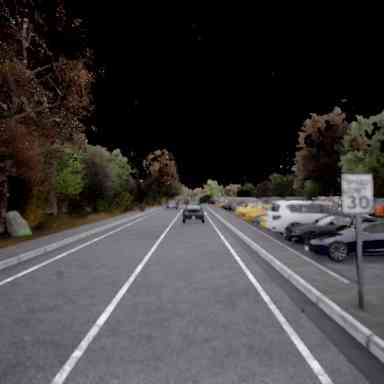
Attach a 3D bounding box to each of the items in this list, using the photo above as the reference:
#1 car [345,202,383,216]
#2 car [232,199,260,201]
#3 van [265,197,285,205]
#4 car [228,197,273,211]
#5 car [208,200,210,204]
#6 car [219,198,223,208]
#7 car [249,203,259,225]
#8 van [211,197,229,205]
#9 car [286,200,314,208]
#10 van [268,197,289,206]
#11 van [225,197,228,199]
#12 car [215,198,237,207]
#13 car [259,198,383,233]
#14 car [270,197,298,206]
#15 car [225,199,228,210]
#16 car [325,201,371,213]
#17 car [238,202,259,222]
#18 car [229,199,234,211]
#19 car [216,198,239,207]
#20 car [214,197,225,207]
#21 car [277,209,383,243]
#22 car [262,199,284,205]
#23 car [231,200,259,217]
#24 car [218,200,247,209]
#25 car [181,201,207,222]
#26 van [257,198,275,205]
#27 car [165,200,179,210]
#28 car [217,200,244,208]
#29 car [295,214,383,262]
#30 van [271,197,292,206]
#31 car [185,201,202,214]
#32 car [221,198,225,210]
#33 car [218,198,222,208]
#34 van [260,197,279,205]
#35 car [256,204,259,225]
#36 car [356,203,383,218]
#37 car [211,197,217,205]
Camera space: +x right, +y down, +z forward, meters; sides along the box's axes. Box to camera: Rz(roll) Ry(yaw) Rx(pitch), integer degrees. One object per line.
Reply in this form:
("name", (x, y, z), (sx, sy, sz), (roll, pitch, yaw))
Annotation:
("car", (20.122, 1.903, 37.513), (4.792, 1.488, 2.163), (0, -1, 0))
("car", (7.176, 1.853, 34.907), (5.366, 1.575, 1.946), (0, 0, 0))
("van", (20.353, 2.273, 81.966), (4.442, 1.987, 1.878), (0, -1, 0))
("car", (7.069, 1.791, 40.456), (4.553, 1.767, 2.185), (0, -1, 0))
("car", (7.419, 2.256, 82.093), (5.566, 2.045, 2.435), (0, -1, 0))
("car", (7.103, 2.102, 51.555), (4.792, 1.488, 2.163), (0, -1, 0))
("car", (6.903, 1.787, 23.807), (4.892, 1.521, 2.231), (0, 0, 0))
("van", (7.321, 2.435, 87.628), (4.442, 1.987, 1.878), (0, -2, 0))
("car", (20.308, 2.262, 62.564), (4.674, 1.452, 2.002), (0, -1, 0))
("van", (20.562, 2.231, 79.061), (4.442, 1.987, 1.878), (0, -1, 0))
("van", (7.201, 1.767, 46.006), (4.442, 1.987, 1.878), (0, -1, 0))
("car", (7.265, 2.224, 70.988), (4.553, 1.767, 2.185), (0, -1, 0))
("car", (6.878, 1.504, 18.256), (5.566, 2.045, 2.435), (0, 0, 0))
("car", (20.371, 2.129, 73.648), (5.566, 2.045, 2.435), (0, -1, 0))
("car", (7.091, 1.983, 43.227), (4.792, 1.488, 2.163), (0, -1, 0))
("car", (20.145, 1.944, 43.051), (5.008, 1.535, 2.097), (0, -1, 0))
("car", (6.734, 1.798, 26.585), (5.366, 1.575, 1.946), (0, 0, 0))
("car", (7.008, 1.884, 37.676), (4.892, 1.521, 2.231), (0, 0, 0))
("car", (7.242, 2.184, 68.213), (4.553, 1.767, 2.185), (0, -1, 0))
("car", (6.993, 2.148, 57.109), (5.366, 1.575, 1.946), (0, -1, 0))
("car", (6.831, 1.739, 15.479), (5.008, 1.535, 2.097), (0, 0, 0))
("car", (20.497, 2.562, 84.578), (5.008, 1.535, 2.097), (0, -2, 0))
("car", (6.783, 1.832, 32.257), (5.366, 1.575, 1.946), (0, 0, 0))
("car", (7.209, 2.192, 59.883), (4.892, 1.521, 2.231), (0, -1, 0))
("car", (0.130, 1.814, 29.179), (1.837, 1.490, 4.892), (0, 0, 0))
("van", (20.680, 2.589, 92.890), (4.442, 1.987, 1.878), (0, -2, 0))
("car", (-3.181, 2.098, 53.545), (2.128, 1.511, 4.902), (0, -1, 1))
("car", (7.220, 2.231, 62.659), (4.892, 1.521, 2.231), (0, -1, 0))
("car", (6.773, 1.754, 12.703), (4.792, 1.488, 2.163), (0, 0, 0))
("van", (20.540, 2.193, 76.416), (4.442, 1.987, 1.878), (0, -1, 0))
("car", (0.188, 1.978, 44.238), (2.128, 1.511, 4.902), (0, -1, 0))
("car", (7.079, 2.062, 48.780), (4.792, 1.488, 2.163), (0, -1, 0))
("car", (7.126, 2.141, 54.331), (4.792, 1.488, 2.163), (0, -1, 0))
("van", (20.399, 2.421, 87.355), (4.442, 1.987, 1.878), (0, -2, 0))
("car", (7.058, 1.767, 21.029), (5.366, 1.575, 1.946), (0, 0, 0))
("car", (20.099, 1.877, 34.874), (4.792, 1.488, 2.163), (0, 0, 1))
("car", (7.064, 2.267, 65.436), (5.366, 1.575, 1.946), (0, -1, 0))
